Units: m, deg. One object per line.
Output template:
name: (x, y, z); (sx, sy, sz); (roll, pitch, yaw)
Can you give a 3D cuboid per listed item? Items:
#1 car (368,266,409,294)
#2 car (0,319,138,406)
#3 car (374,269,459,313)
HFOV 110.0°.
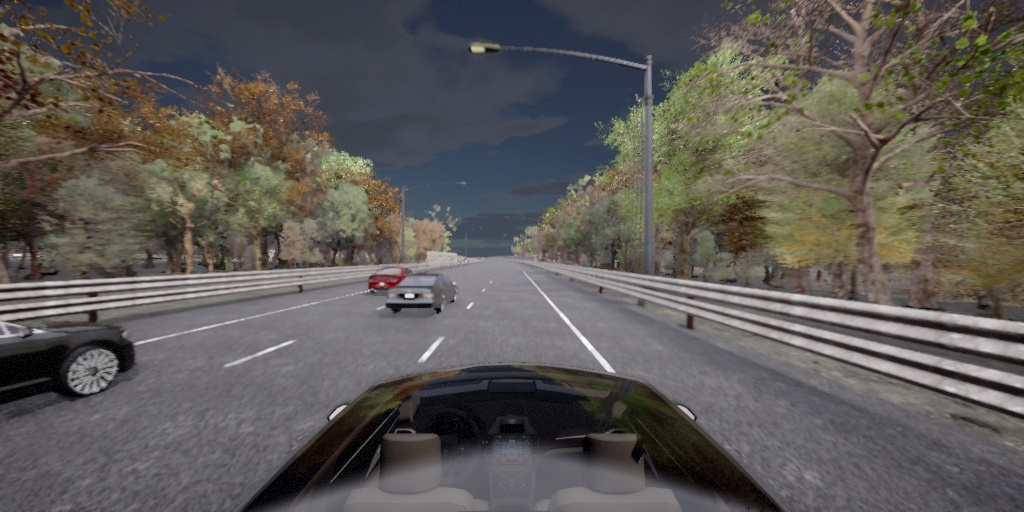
car: (-6.906, 1.355, 21.514); (1.882, 1.535, 5.008); (0, 0, 0)
car: (-6.901, 1.254, 3.676); (2.128, 1.511, 4.902); (0, 0, 0)
car: (-3.405, 1.379, 14.411); (2.033, 1.411, 5.357); (0, 0, 0)
